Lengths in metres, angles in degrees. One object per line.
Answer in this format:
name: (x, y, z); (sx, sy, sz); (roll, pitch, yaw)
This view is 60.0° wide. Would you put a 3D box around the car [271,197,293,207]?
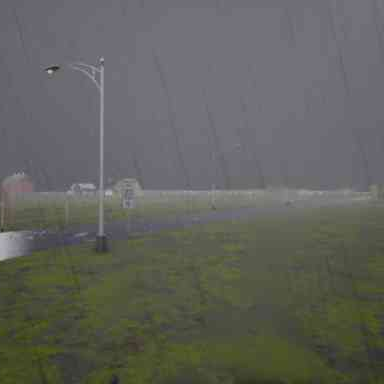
car: (13.772, 1.494, 50.341); (2.033, 1.411, 5.357); (1, 0, 34)
